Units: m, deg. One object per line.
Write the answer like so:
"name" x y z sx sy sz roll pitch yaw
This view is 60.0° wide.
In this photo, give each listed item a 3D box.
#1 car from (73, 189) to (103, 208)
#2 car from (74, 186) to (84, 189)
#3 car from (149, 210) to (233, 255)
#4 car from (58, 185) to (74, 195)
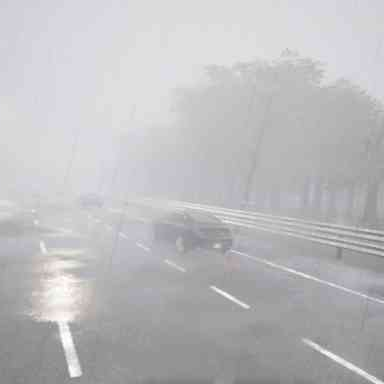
"car" -10.374 0.772 33.730 2.033 1.411 5.357 4 0 -27
"car" -28.632 -0.791 84.137 2.097 1.767 4.553 4 0 -2
"car" -0.214 1.494 13.441 1.837 1.490 4.892 4 0 -27
"car" -23.315 -0.398 60.828 2.097 1.767 4.553 5 0 -21
